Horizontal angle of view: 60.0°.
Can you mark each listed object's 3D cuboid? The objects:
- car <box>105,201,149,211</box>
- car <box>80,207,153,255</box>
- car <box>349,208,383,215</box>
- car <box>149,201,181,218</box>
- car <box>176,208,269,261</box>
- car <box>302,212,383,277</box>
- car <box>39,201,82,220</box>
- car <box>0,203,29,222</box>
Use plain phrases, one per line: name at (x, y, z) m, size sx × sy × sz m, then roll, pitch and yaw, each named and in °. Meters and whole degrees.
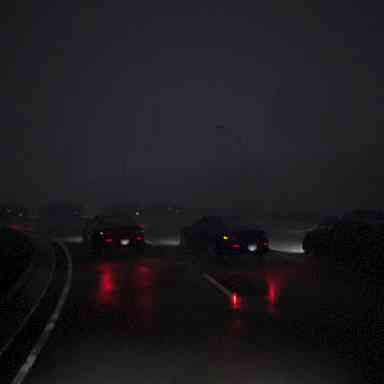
car at (-6.274, 1.533, 29.181) m, size 4.892 × 1.490 × 1.837 m, roll 0°, pitch -1°, yaw 44°
car at (-3.259, 1.541, 13.552) m, size 1.812 × 1.442 × 4.674 m, roll 0°, pitch 0°, yaw -24°
car at (7.647, 1.417, 14.364) m, size 1.882 × 1.535 × 5.008 m, roll 0°, pitch 0°, yaw -19°
car at (-2.880, 1.529, 30.726) m, size 1.812 × 1.442 × 4.674 m, roll 0°, pitch 0°, yaw -44°
car at (1.048, 1.512, 12.216) m, size 1.812 × 1.442 × 4.674 m, roll 0°, pitch 0°, yaw -20°
car at (5.291, 1.522, 10.321) m, size 1.994 × 1.385 × 4.181 m, roll 0°, pitch 0°, yaw -15°
car at (-11.563, 1.542, 29.163) m, size 5.008 × 1.535 × 1.882 m, roll 0°, pitch 0°, yaw 40°
car at (-15.384, 1.617, 27.730) m, size 4.674 × 1.442 × 1.812 m, roll 0°, pitch 0°, yaw 38°
